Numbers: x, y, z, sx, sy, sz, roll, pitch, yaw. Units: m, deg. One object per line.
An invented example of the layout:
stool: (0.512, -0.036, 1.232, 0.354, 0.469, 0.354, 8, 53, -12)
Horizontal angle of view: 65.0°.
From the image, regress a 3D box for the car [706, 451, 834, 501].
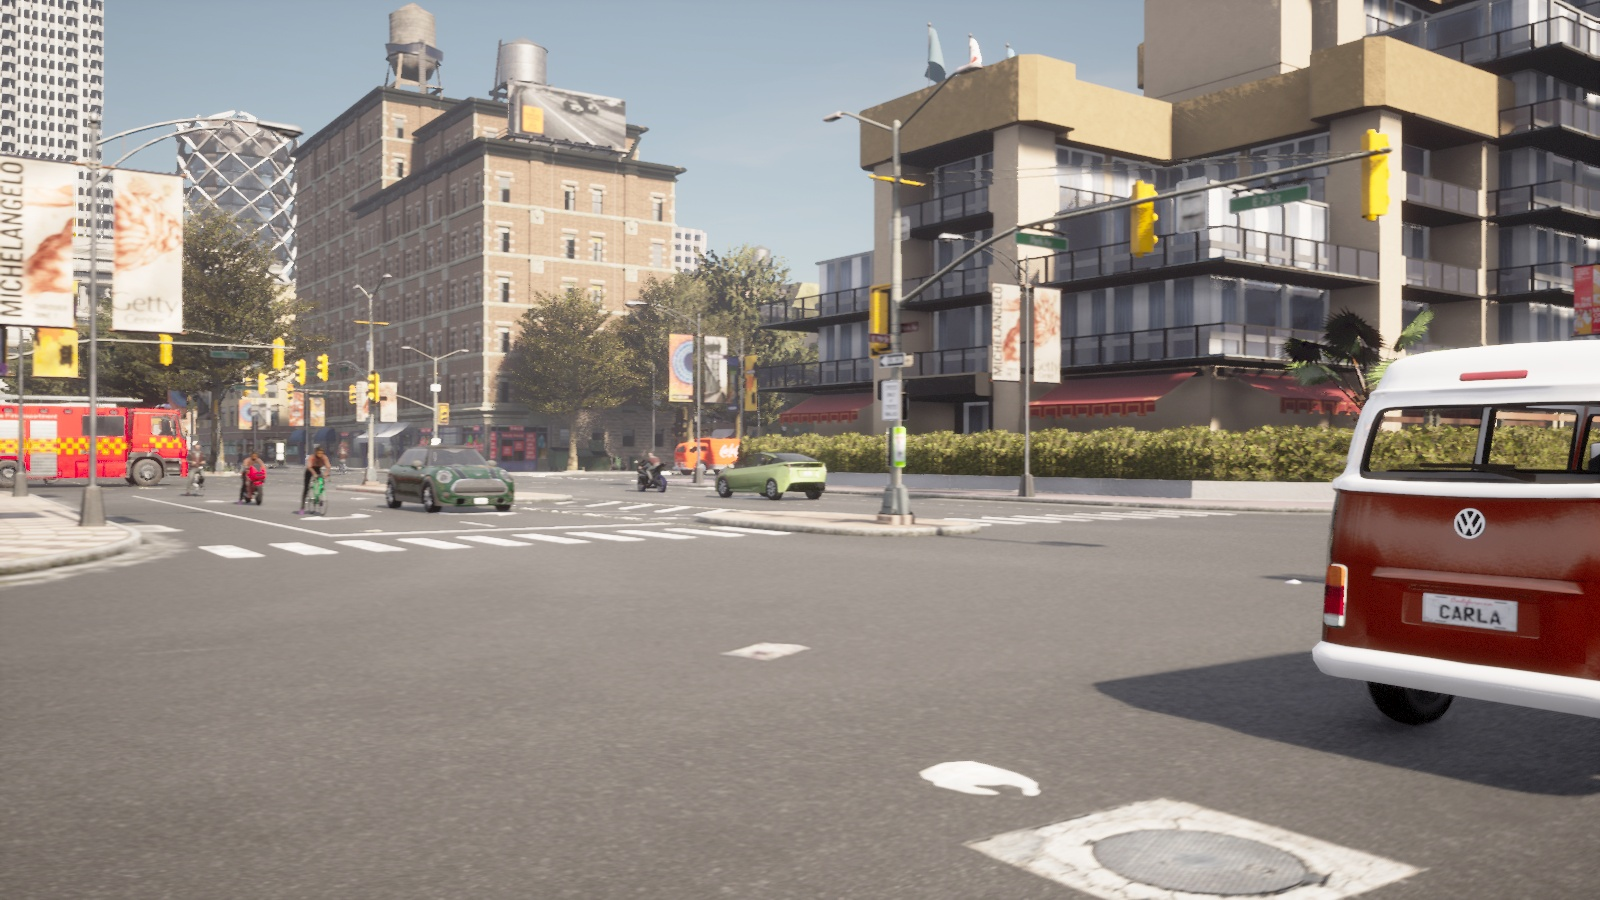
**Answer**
car: (-1.041, 0.795, 40.895, 2.007, 1.525, 4.514, 0, 0, -35)

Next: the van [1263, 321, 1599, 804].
van: (4.875, 0.476, 7.053, 4.480, 2.038, 2.069, 0, 0, -35)

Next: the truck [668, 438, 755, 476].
truck: (-5.887, 0.477, 83.773, 5.204, 2.467, 2.627, 0, 0, -36)

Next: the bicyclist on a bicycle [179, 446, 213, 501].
bicyclist on a bicycle: (-20.045, 0.760, 41.667, 0.659, 1.776, 1.843, 0, 0, -37)

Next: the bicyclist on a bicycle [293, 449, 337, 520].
bicyclist on a bicycle: (-11.482, 0.795, 29.686, 0.582, 1.620, 1.656, 0, 0, -35)

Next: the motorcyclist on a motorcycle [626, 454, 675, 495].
motorcyclist on a motorcycle: (-5.659, 0.909, 47.412, 0.866, 1.530, 2.191, 0, 0, -35)

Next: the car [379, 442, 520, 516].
car: (-9.115, 0.702, 32.400, 2.097, 1.767, 4.553, 0, 0, -35)

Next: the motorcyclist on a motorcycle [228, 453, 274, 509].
motorcyclist on a motorcycle: (-15.430, 0.846, 35.258, 0.797, 1.523, 2.044, 0, 0, -35)

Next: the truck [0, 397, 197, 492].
truck: (-30.457, -0.225, 53.238, 8.468, 3.827, 2.891, 0, 0, -36)
